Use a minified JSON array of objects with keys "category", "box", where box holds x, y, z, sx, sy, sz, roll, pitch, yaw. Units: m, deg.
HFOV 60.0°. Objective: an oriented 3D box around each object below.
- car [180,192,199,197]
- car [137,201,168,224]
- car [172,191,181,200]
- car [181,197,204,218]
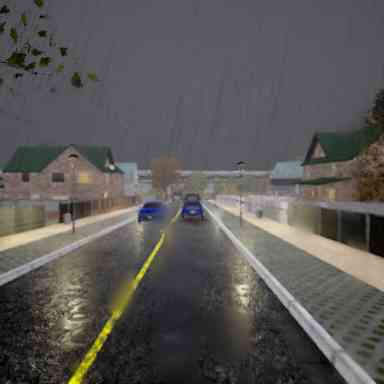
[{"category":"car","box":[0.023,1.200,40.692,2.150,2.045,5.566,0,0,0]},{"category":"car","box":[-2.874,1.452,25.070,1.882,1.535,5.008,0,0,0]},{"category":"car","box":[-2.817,0.872,66.083,2.150,2.045,5.566,0,0,0]},{"category":"car","box":[0.053,1.451,29.508,1.882,1.535,5.008,0,0,0]}]
